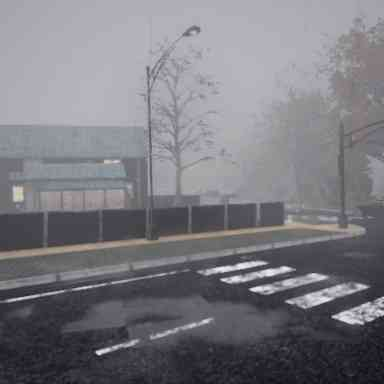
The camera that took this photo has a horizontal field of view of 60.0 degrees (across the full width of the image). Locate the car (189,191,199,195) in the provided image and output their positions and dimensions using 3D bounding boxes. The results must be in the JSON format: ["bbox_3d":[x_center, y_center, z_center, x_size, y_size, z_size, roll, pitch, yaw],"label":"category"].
[{"bbox_3d":[0.150,1.050,65.153,1.895,1.301,4.718,-2,1,-15],"label":"car"}]

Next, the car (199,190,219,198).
[{"bbox_3d":[3.657,0.619,62.621,2.150,2.045,5.566,-2,1,-15],"label":"car"}]

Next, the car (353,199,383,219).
[{"bbox_3d":[13.890,1.267,24.076,2.128,1.511,4.902,-2,1,-13],"label":"car"}]

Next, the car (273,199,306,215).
[{"bbox_3d":[8.836,1.375,31.852,1.895,1.301,4.718,-2,1,-15],"label":"car"}]

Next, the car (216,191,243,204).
[{"bbox_3d":[5.387,1.000,44.939,2.097,1.767,4.553,-2,1,-15],"label":"car"}]

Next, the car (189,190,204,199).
[{"bbox_3d":[1.015,0.489,72.638,2.097,1.767,4.553,-2,1,-15],"label":"car"}]
